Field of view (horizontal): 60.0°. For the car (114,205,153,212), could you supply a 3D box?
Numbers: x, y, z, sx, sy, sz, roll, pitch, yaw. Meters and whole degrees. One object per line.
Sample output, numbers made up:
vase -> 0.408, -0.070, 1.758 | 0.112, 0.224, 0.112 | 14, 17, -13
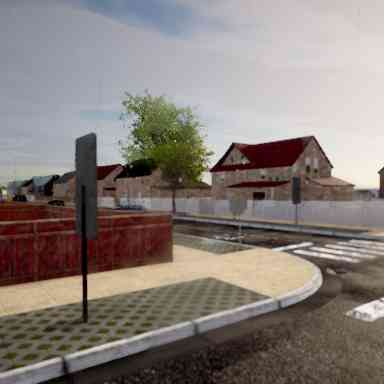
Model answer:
car -> -4.382, 1.669, 25.221 | 2.033, 1.411, 5.357 | -1, 0, -37

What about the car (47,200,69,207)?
car -> -17.181, 1.739, 42.429 | 1.837, 1.490, 4.892 | -1, 0, -36

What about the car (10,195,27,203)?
car -> -40.461, 1.633, 78.227 | 2.150, 2.045, 5.566 | -1, 0, -37
